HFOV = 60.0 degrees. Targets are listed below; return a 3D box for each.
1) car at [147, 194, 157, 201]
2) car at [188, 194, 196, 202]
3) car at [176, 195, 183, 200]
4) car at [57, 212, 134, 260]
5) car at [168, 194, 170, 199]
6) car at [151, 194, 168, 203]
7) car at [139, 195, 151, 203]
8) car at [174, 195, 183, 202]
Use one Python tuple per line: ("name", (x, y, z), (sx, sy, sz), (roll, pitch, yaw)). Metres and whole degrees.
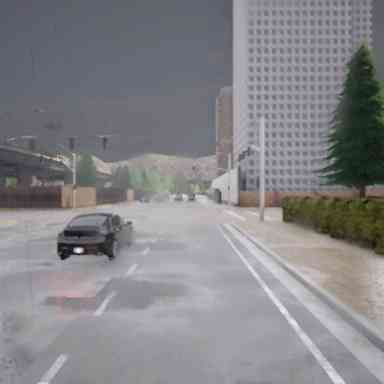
("car", (-10.570, 1.546, 88.835), (2.097, 1.767, 4.553), (0, 0, 0))
("car", (-0.066, 1.784, 84.437), (1.895, 1.301, 4.718), (0, 0, 0))
("car", (-3.574, 1.526, 94.628), (1.882, 1.535, 5.008), (0, 0, 0))
("car", (-3.466, 1.535, 12.638), (1.837, 1.490, 4.892), (0, 0, 0))
("car", (-7.070, 1.416, 88.778), (2.150, 2.045, 5.566), (0, 0, 0))
("car", (-7.057, 1.526, 73.194), (2.097, 1.767, 4.553), (0, 0, 0))
("car", (-10.557, 1.695, 73.160), (2.128, 1.511, 4.902), (0, 0, 0))
("car", (-3.566, 1.784, 84.435), (1.895, 1.301, 4.718), (0, 0, 0))
